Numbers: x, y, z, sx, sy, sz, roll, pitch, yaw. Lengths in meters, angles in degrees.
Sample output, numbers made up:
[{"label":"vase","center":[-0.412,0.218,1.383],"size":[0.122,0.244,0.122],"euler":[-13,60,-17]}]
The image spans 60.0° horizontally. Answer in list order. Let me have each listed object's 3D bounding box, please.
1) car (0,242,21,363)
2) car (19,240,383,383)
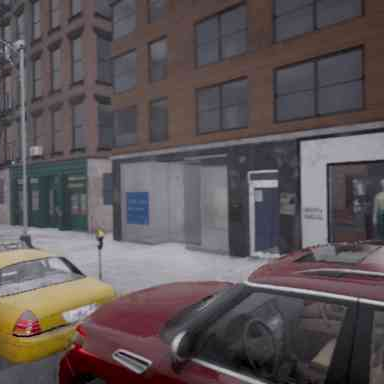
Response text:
[{"label":"car","center":[-3.228,1.553,5.766],"size":[4.829,1.417,1.752],"euler":[-1,0,39]},{"label":"car","center":[1.160,1.281,2.153],"size":[5.009,1.841,2.192],"euler":[-1,0,39]}]
